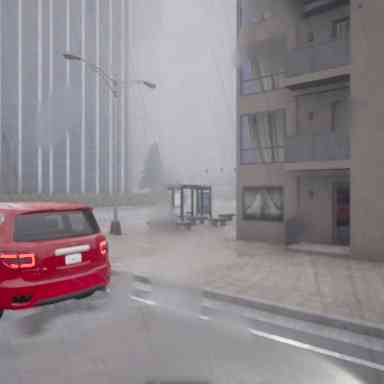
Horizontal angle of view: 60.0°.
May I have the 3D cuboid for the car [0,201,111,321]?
[{"bbox_3d":[-4.141,1.216,7.214,5.566,2.045,2.150,0,0,37],"label":"car"}]
